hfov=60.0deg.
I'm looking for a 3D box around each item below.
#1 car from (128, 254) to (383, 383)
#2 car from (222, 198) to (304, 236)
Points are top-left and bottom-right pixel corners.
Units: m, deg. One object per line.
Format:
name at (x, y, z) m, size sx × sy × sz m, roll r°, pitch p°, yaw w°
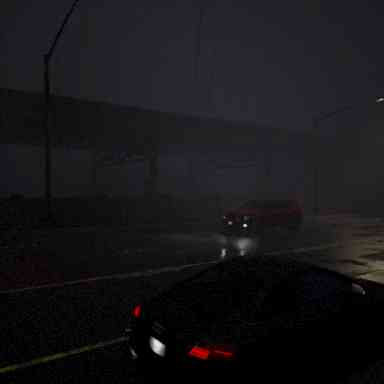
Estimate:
car at (1.266, 1.602, 4.646) m, size 4.181 × 1.385 × 1.994 m, roll 1°, pitch 0°, yaw -35°
car at (4.366, 1.380, 19.994) m, size 5.566 × 2.045 × 2.150 m, roll 1°, pitch 0°, yaw -35°
